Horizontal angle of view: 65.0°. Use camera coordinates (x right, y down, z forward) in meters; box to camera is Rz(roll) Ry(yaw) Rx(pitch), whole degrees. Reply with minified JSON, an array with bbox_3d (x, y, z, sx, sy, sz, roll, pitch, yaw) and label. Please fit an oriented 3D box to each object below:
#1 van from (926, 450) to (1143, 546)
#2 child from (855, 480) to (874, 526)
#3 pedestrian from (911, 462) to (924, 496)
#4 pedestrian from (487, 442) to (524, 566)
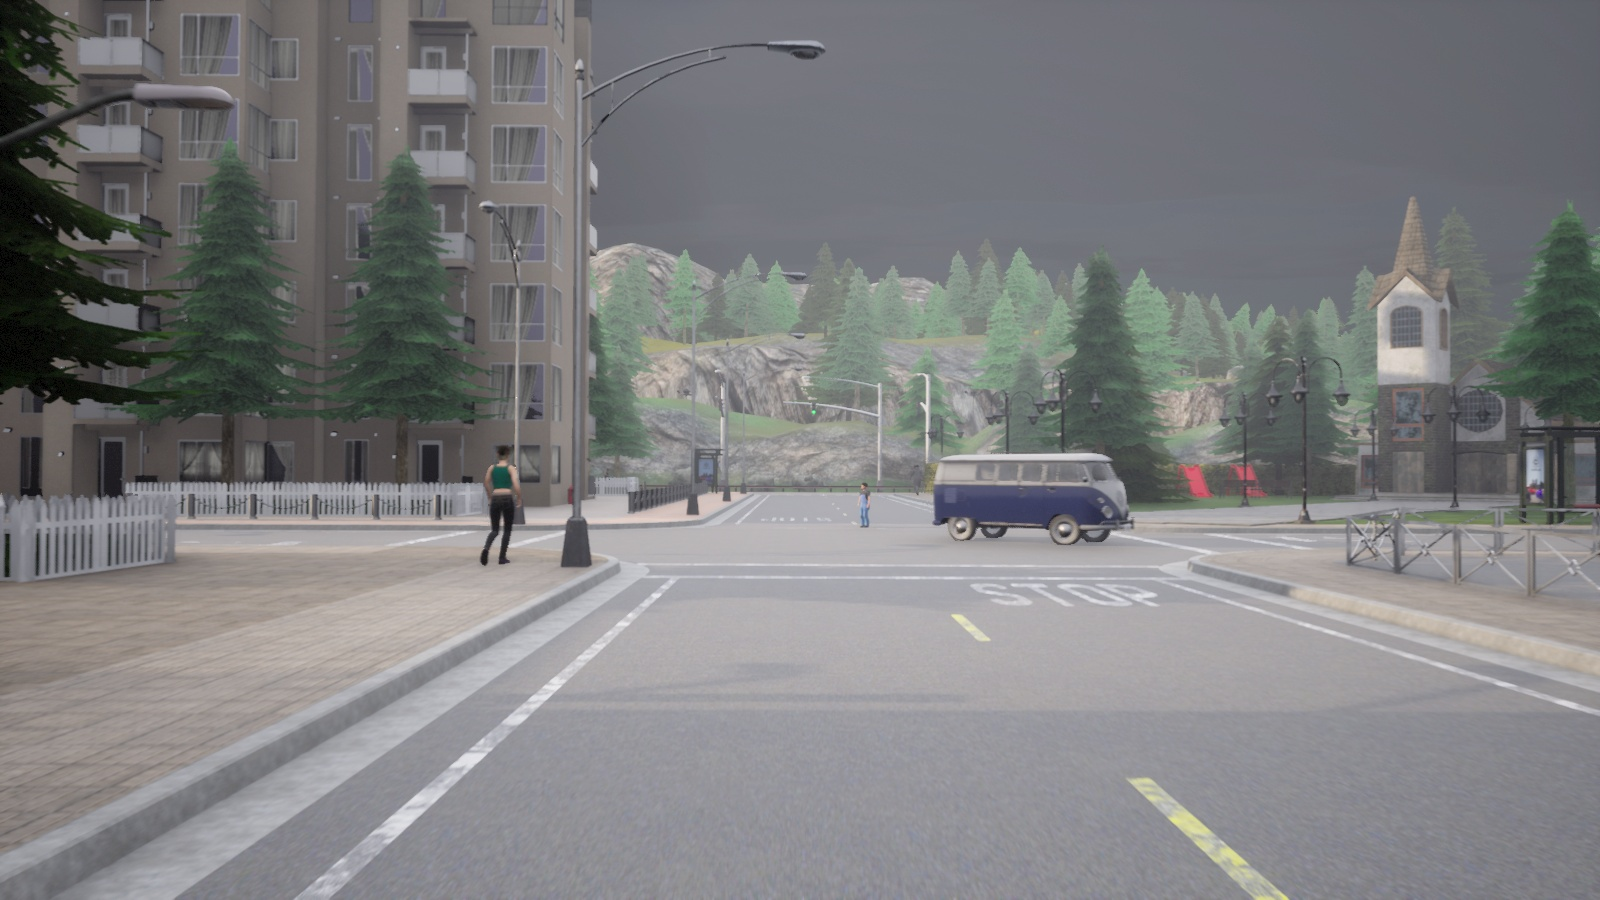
[{"bbox_3d":[5.213,1.031,28.220,4.442,1.987,1.775,-1,-1,37],"label":"van"},{"bbox_3d":[1.781,1.452,34.677,0.437,1.263,0.270,0,-1,-37],"label":"child"},{"bbox_3d":[6.834,1.672,73.091,0.659,1.952,0.873,0,-1,-3],"label":"pedestrian"},{"bbox_3d":[-4.429,0.810,18.904,0.345,1.836,0.594,0,-1,8],"label":"pedestrian"}]
